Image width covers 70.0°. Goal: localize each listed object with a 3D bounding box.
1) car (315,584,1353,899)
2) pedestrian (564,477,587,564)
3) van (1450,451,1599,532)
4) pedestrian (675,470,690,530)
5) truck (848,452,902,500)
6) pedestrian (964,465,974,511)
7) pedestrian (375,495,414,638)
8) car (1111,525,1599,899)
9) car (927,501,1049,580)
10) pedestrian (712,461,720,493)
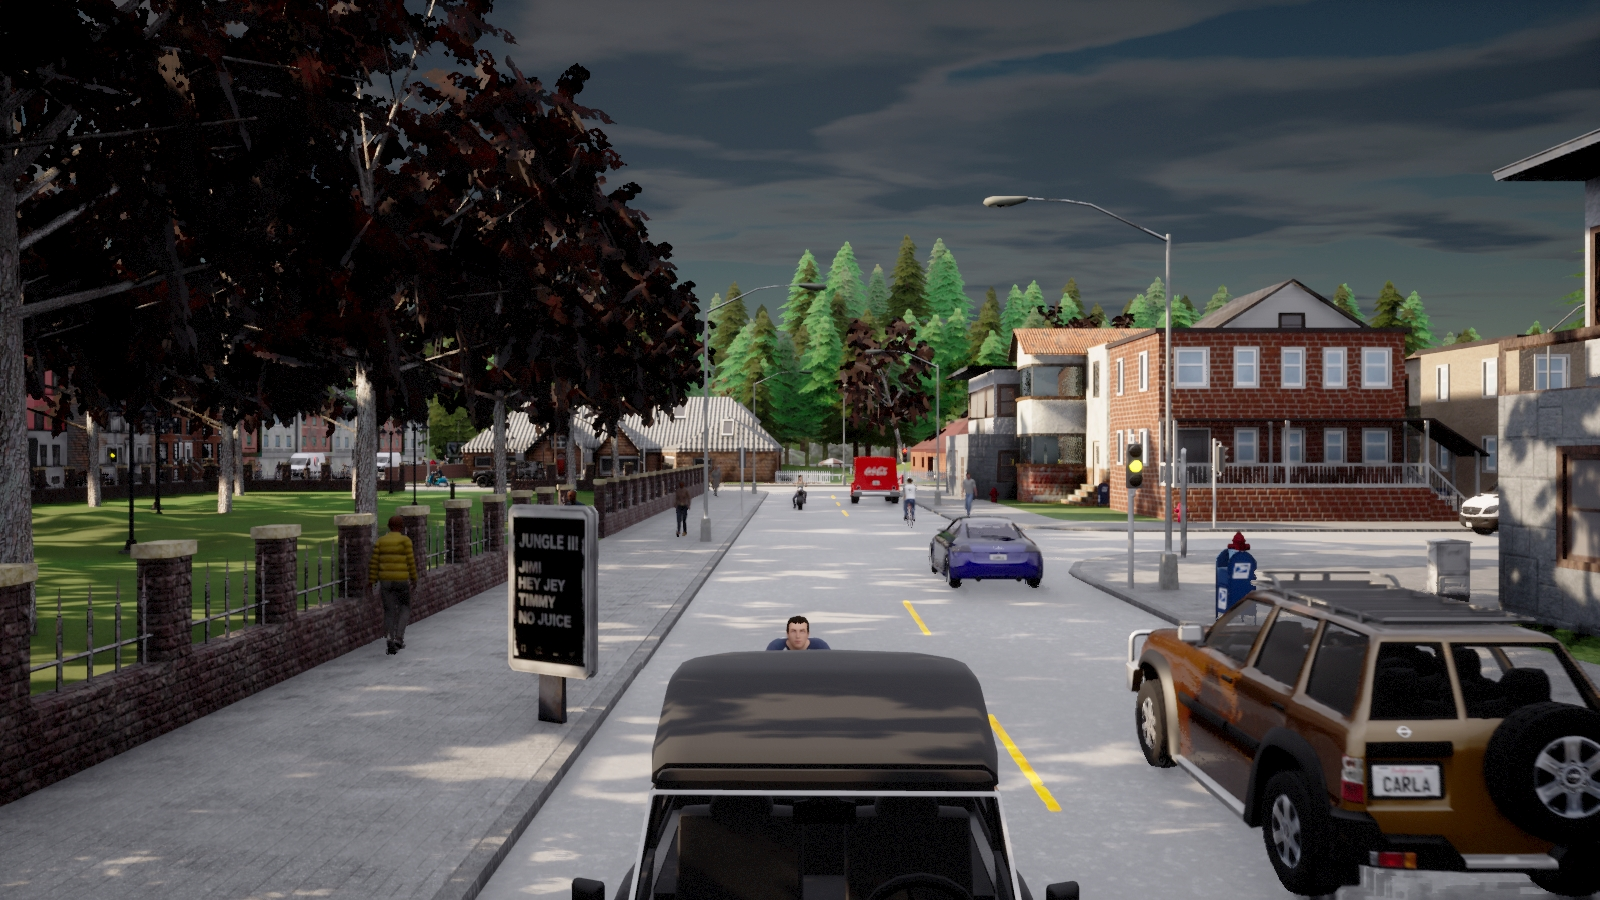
[{"bbox_3d":[0.090,1.640,4.031,1.905,1.878,3.866,0,0,1],"label":"car"},{"bbox_3d":[-4.902,1.535,24.925,0.375,1.860,0.375,0,0,14],"label":"pedestrian"},{"bbox_3d":[24.712,1.329,37.232,5.915,2.561,1.988,0,0,0],"label":"van"},{"bbox_3d":[-3.637,1.540,35.326,0.375,1.860,0.375,0,0,9],"label":"pedestrian"},{"bbox_3d":[3.969,1.372,61.570,2.627,2.467,5.204,0,0,1],"label":"truck"},{"bbox_3d":[6.828,1.534,46.189,0.375,1.860,0.375,0,0,17],"label":"pedestrian"},{"bbox_3d":[-5.363,1.531,15.114,0.375,1.860,0.375,0,0,0],"label":"pedestrian"},{"bbox_3d":[3.944,1.648,8.622,1.932,1.855,4.605,0,0,0],"label":"car"},{"bbox_3d":[4.000,1.909,25.017,1.994,1.385,4.181,0,0,0],"label":"car"},{"bbox_3d":[-4.840,1.551,66.054,0.375,1.860,0.375,0,0,6],"label":"pedestrian"}]
